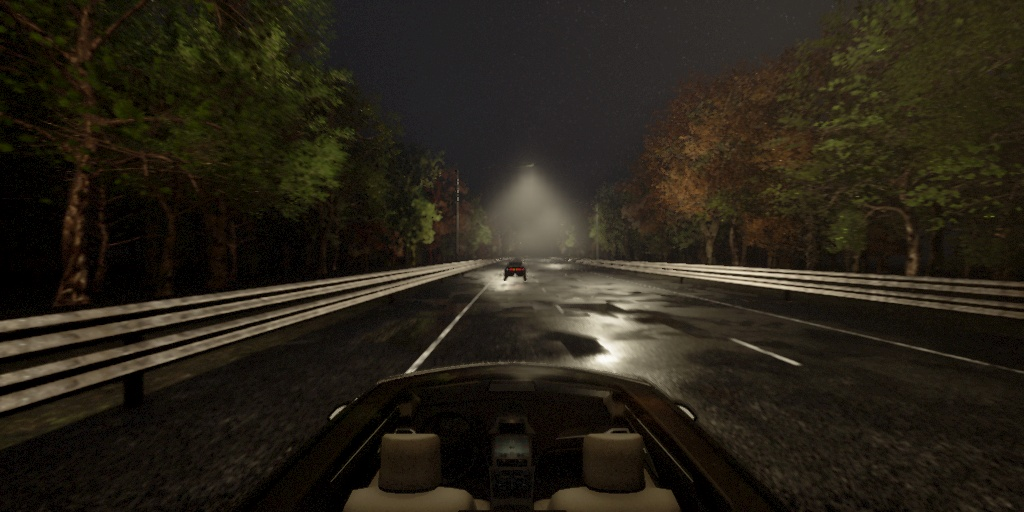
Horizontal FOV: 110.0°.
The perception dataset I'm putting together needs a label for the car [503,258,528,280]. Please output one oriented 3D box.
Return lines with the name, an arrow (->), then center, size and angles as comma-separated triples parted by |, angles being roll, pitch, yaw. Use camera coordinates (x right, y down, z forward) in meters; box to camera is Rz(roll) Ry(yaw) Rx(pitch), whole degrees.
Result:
car -> 0.303, 1.211, 30.695 | 1.837, 1.490, 4.892 | 0, 1, 1
